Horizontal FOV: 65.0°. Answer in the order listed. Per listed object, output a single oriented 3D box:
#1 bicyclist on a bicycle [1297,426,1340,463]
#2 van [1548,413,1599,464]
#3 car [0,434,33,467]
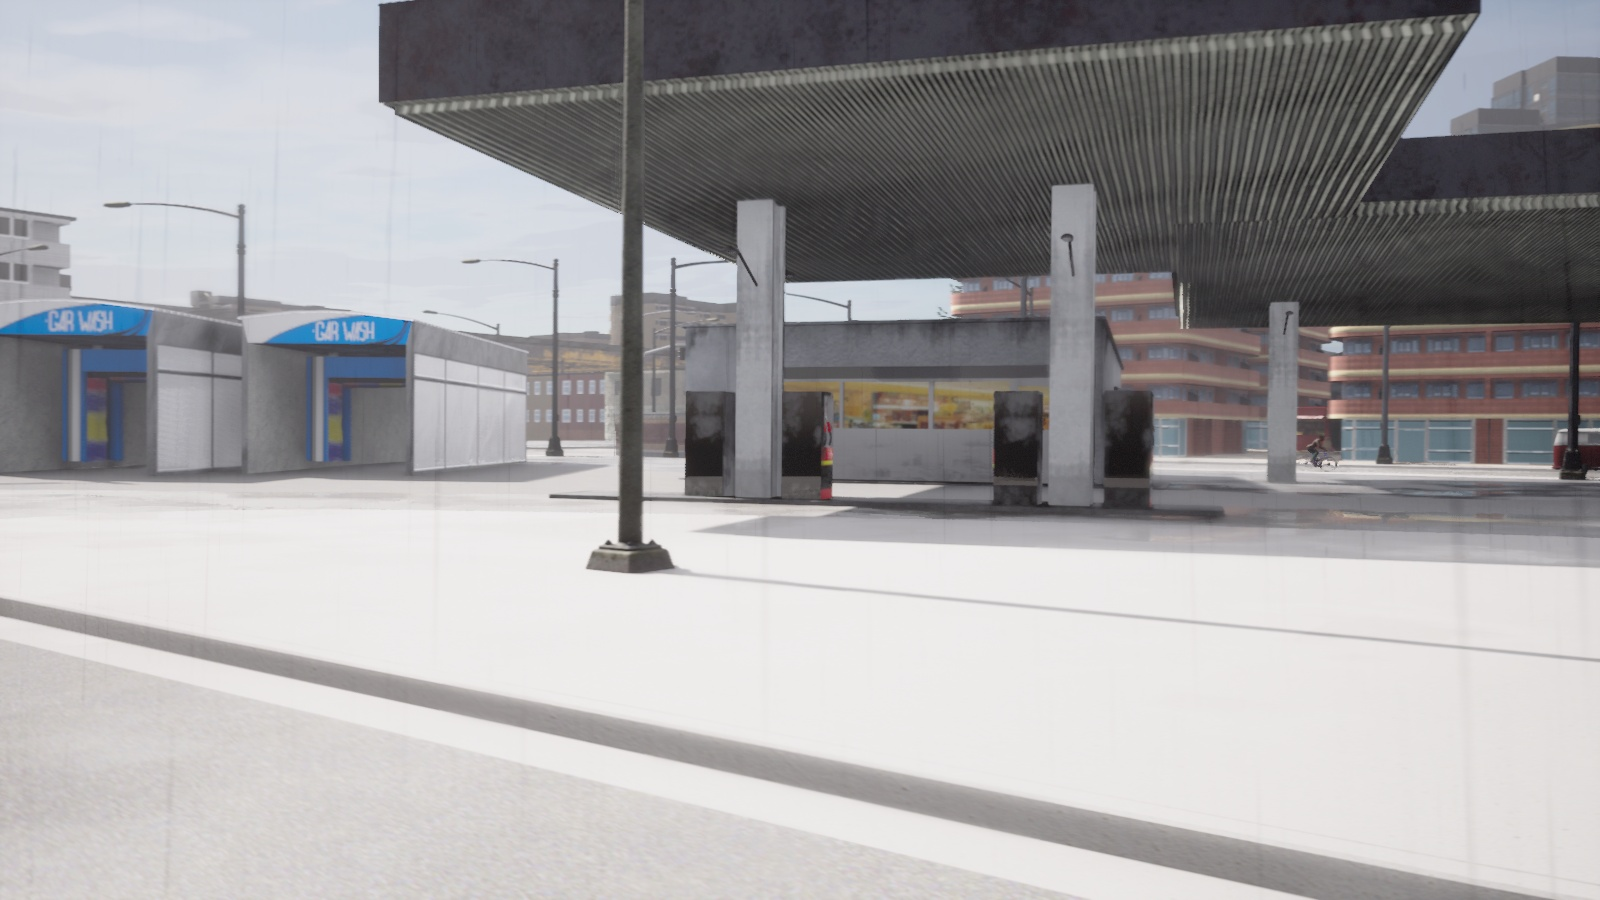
[{"bbox_3d":[22.936,-0.257,55.581,1.656,1.620,0.582,0,1,35],"label":"bicyclist on a bicycle"},{"bbox_3d":[31.987,-0.453,49.272,4.442,1.987,1.775,0,1,35],"label":"van"},{"bbox_3d":[-41.105,0.044,62.081,2.152,1.651,5.027,0,1,27],"label":"car"}]
